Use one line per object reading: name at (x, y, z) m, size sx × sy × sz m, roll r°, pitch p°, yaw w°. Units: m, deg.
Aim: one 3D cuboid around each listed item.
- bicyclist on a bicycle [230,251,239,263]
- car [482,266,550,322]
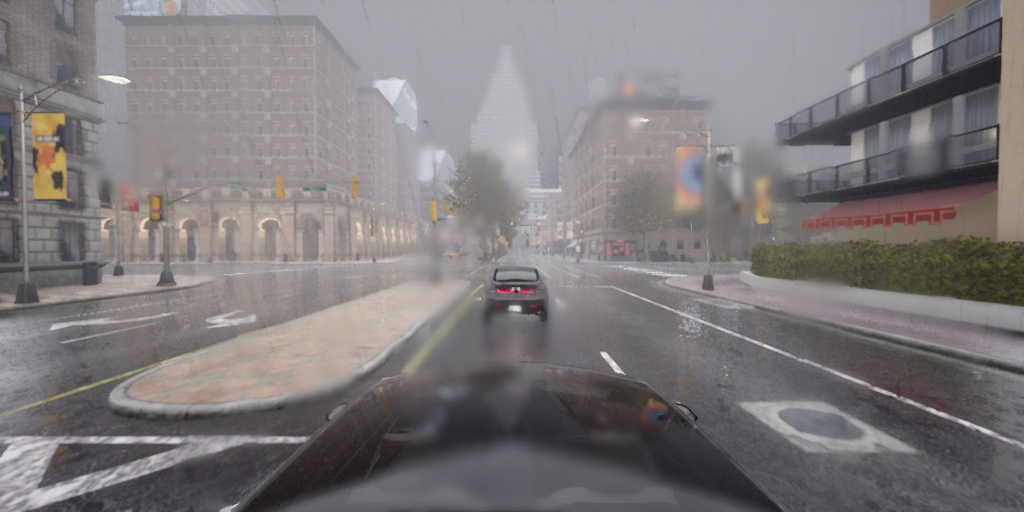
bicyclist on a bicycle at (-37.035, 0.111, 47.865) m, size 0.582 × 1.620 × 1.656 m, roll 0°, pitch 1°, yaw 0°
car at (0.132, 1.055, 11.336) m, size 1.837 × 1.490 × 4.892 m, roll 0°, pitch 0°, yaw 1°
